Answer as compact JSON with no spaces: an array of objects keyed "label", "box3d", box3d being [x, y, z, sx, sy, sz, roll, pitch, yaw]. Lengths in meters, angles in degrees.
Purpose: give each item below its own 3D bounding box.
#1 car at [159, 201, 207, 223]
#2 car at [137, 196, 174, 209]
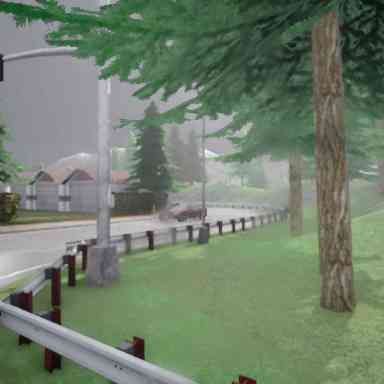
[{"label":"car","box3d":[-0.561,1.445,25.042,1.812,1.442,4.674,0,0,32]},{"label":"car","box3d":[-4.927,1.348,44.424,5.008,1.535,1.882,0,0,37]}]
